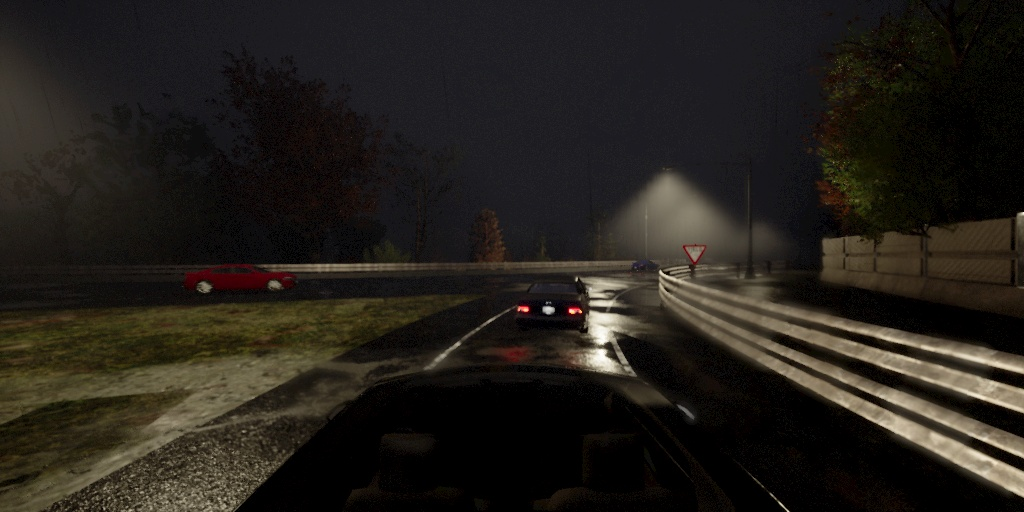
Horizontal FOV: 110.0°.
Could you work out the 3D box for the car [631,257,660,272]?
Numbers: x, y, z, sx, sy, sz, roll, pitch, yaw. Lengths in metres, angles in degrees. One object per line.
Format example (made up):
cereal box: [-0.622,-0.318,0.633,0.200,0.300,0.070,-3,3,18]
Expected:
car: [16.849,1.220,45.337,4.674,1.442,1.812,0,0,-41]

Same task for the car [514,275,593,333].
car: [1.389,1.288,10.749,2.033,1.411,5.357,0,0,13]

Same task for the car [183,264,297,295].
car: [-14.631,1.201,19.587,5.008,1.535,1.882,0,0,-20]
